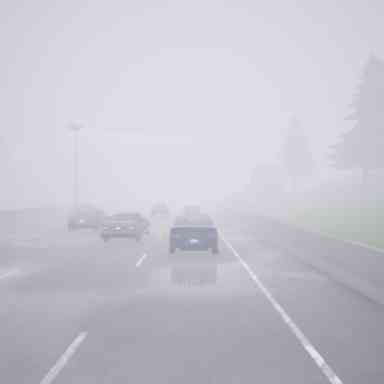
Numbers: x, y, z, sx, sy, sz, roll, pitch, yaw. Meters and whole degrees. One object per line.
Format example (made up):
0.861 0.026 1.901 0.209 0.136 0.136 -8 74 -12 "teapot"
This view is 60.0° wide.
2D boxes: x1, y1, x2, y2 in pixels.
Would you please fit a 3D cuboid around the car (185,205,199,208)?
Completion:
0.004 1.966 32.985 2.033 1.411 5.357 0 -1 0 "car"

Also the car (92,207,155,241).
-3.451 1.773 17.943 2.033 1.411 5.357 0 -1 0 "car"

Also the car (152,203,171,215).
-3.509 1.980 37.493 1.837 1.490 4.892 0 -1 0 "car"

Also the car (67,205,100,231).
-6.966 1.854 22.911 1.994 1.385 4.181 0 -1 0 "car"

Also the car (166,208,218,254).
0.060 1.658 14.478 1.882 1.535 5.008 0 -1 0 "car"
